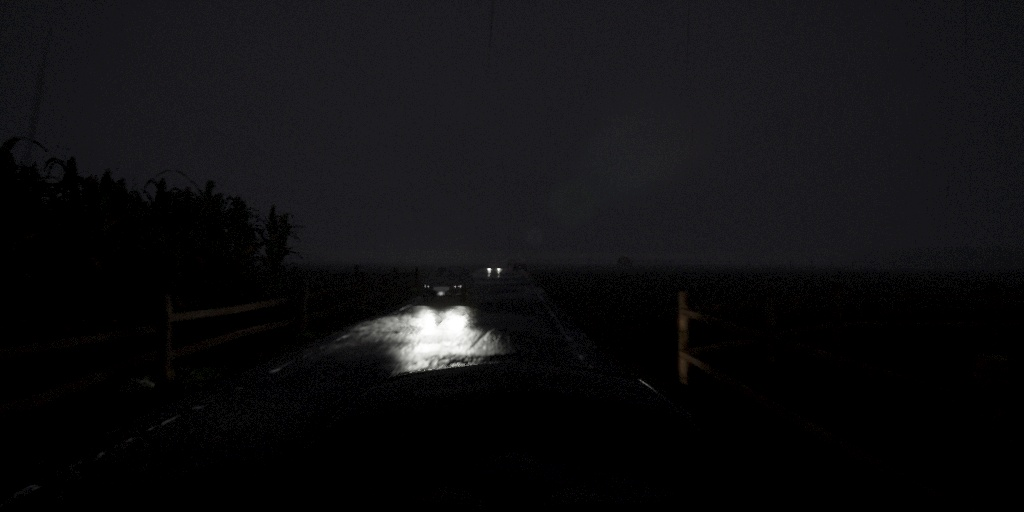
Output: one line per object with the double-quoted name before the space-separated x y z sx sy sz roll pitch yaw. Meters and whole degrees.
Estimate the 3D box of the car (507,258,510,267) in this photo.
"car" 0.013 1.217 65.208 1.837 1.490 4.892 0 0 0

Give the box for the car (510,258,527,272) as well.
"car" 0.971 1.206 46.176 1.882 1.535 5.008 0 0 0

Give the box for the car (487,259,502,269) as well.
"car" -2.793 1.245 57.065 1.812 1.442 4.674 0 0 1

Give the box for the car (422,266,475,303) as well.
"car" -2.846 1.236 16.810 2.128 1.511 4.902 0 0 0
